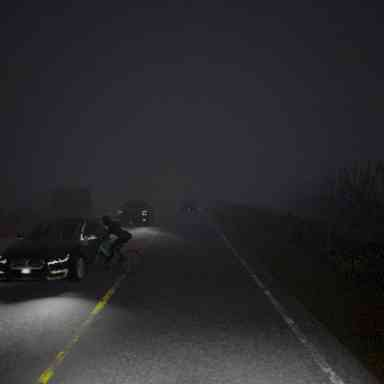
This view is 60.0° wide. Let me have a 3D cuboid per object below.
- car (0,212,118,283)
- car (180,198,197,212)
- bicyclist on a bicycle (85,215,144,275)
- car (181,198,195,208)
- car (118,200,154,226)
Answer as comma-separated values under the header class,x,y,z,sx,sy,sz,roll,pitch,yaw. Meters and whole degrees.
class,x,y,z,sx,sy,sz,roll,pitch,yaw
car,-3.701,1.506,9.775,1.837,1.490,4.892,0,0,-1
car,-0.379,1.601,38.894,1.895,1.301,4.718,0,0,0
bicyclist on a bicycle,-2.138,1.455,8.969,1.656,1.620,0.582,-2,0,-1
car,-0.530,1.564,49.519,1.994,1.385,4.181,0,0,0
car,-3.855,1.352,23.203,2.097,1.767,4.553,0,0,-1
